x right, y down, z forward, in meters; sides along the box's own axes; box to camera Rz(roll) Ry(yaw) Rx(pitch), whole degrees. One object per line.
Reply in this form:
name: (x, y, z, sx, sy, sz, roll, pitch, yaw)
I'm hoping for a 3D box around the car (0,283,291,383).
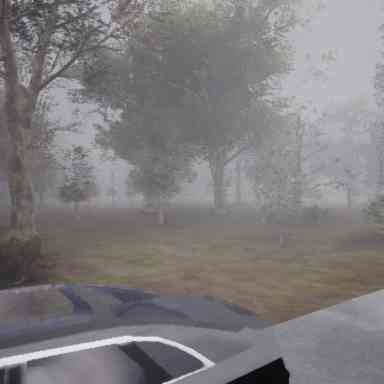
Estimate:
car: (-1.479, 1.491, 1.977, 4.902, 1.511, 2.128, 0, 0, -35)
